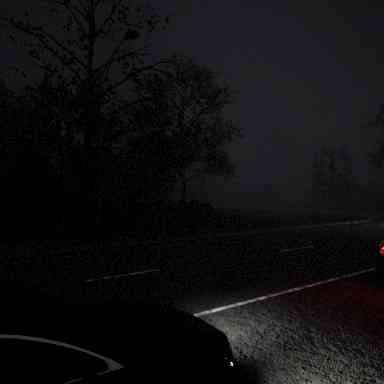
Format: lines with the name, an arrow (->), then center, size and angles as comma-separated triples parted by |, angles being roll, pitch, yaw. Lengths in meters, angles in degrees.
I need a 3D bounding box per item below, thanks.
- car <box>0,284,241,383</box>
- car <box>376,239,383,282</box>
car -> -1.784, 1.505, 2.442 | 4.892, 1.490, 1.837 | 0, 0, -36
car -> 6.669, 1.352, 8.374 | 4.553, 1.767, 2.097 | 0, 0, -35
